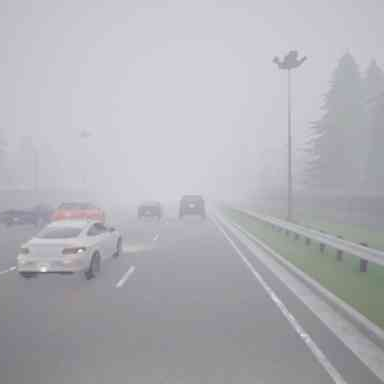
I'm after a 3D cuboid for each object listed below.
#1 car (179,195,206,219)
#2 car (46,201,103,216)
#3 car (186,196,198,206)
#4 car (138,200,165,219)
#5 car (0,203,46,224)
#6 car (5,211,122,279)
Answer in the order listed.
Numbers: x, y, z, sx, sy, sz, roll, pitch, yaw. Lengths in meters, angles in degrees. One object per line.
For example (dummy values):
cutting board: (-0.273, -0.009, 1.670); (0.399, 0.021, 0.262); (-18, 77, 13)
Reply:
car: (0.038, 1.228, 28.387); (2.150, 2.045, 5.566); (0, 0, 1)
car: (-6.895, 1.332, 20.696); (2.097, 1.767, 4.553); (0, 0, 0)
car: (0.019, 1.471, 55.604); (1.837, 1.490, 4.892); (0, -1, 0)
car: (-3.391, 1.450, 28.361); (1.882, 1.535, 5.008); (0, 0, 0)
car: (-10.393, 1.456, 22.094); (1.882, 1.535, 5.008); (0, 0, 0)
car: (-3.396, 1.516, 9.926); (1.812, 1.442, 4.674); (0, 0, 0)
